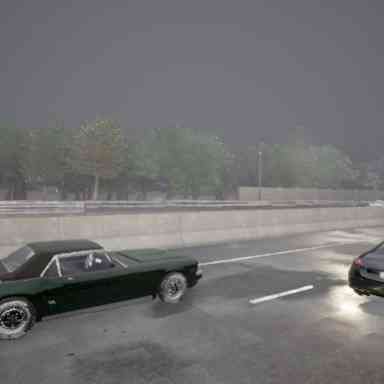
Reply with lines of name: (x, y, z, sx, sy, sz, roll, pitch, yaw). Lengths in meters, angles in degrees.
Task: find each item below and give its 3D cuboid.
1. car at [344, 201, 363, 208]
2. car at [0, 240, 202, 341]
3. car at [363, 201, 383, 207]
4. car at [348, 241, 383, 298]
car: (25.759, 2.046, 52.402, 4.181, 1.385, 1.994, 1, 0, -35)
car: (-2.119, 1.617, 6.535, 4.718, 1.301, 1.895, 1, 0, -35)
car: (27.993, 2.011, 49.702, 4.674, 1.442, 1.812, 1, 0, -35)
car: (5.479, 1.637, 7.654, 4.181, 1.385, 1.994, 1, 0, -35)
